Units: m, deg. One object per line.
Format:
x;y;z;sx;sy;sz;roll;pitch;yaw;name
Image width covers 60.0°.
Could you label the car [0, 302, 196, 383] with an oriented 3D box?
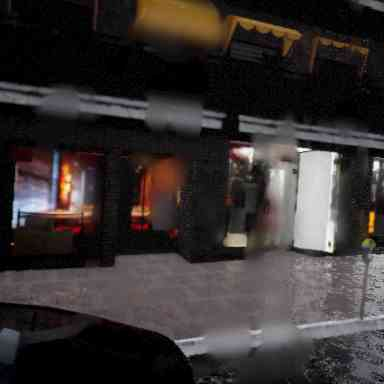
-2.040;1.436;1.699;4.313;1.339;1.947;1;4;-18;car
